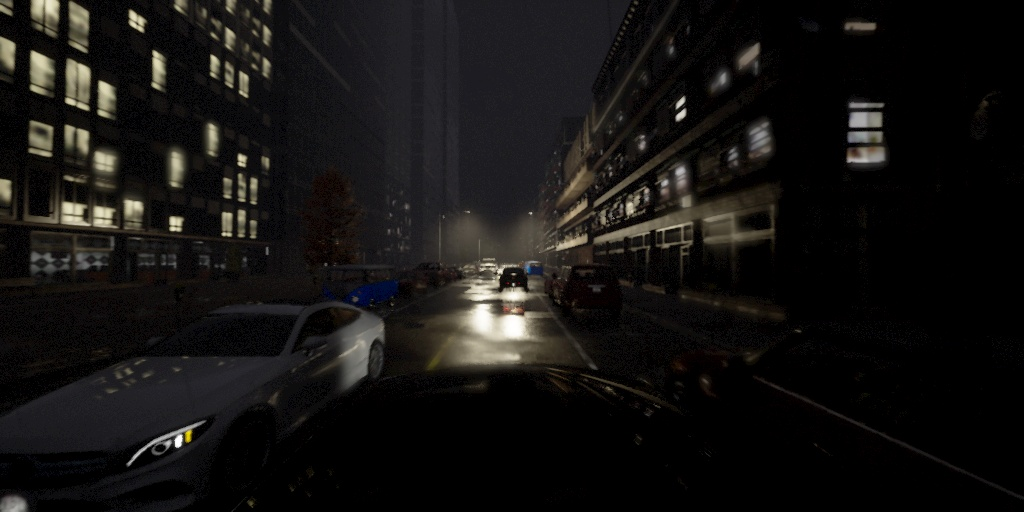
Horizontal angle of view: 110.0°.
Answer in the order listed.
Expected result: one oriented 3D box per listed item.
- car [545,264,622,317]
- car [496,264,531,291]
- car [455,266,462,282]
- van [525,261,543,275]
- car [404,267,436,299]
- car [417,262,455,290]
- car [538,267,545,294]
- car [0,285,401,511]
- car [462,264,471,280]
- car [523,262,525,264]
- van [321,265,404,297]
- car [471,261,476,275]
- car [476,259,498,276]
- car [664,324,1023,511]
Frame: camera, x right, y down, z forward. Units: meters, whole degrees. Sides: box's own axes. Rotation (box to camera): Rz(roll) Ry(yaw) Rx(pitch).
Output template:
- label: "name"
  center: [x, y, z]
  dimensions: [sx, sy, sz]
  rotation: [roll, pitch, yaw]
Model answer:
- label: "car"
  center: [2.691, 1.202, 13.808]
  dimensions: [2.192, 1.841, 5.009]
  rotation: [0, 0, 0]
- label: "car"
  center: [0.097, 1.504, 24.051]
  dimensions: [1.837, 1.490, 4.892]
  rotation: [0, -1, 0]
- label: "car"
  center: [-5.691, 1.651, 30.723]
  dimensions: [1.802, 1.307, 4.207]
  rotation: [0, 0, 0]
- label: "van"
  center: [2.689, 1.530, 42.041]
  dimensions: [1.690, 1.789, 3.998]
  rotation: [0, 0, 0]
- label: "car"
  center: [-5.690, 1.493, 19.432]
  dimensions: [1.888, 1.381, 4.507]
  rotation: [0, 0, 0]
- label: "car"
  center: [-5.690, 1.324, 25.078]
  dimensions: [2.192, 1.841, 5.009]
  rotation: [0, 0, 0]
- label: "car"
  center: [2.691, 1.494, 19.456]
  dimensions: [1.888, 1.381, 4.507]
  rotation: [0, 0, 0]
- label: "car"
  center: [-3.100, 1.308, 4.562]
  dimensions: [1.812, 1.442, 4.674]
  rotation: [0, -1, 0]
- label: "car"
  center: [-5.691, 1.694, 36.371]
  dimensions: [1.948, 1.339, 4.313]
  rotation: [0, 0, 0]
- label: "car"
  center: [2.689, 1.799, 47.688]
  dimensions: [2.007, 1.370, 4.403]
  rotation: [0, 0, 0]
- label: "van"
  center: [-5.689, 1.226, 13.785]
  dimensions: [1.690, 1.789, 3.998]
  rotation: [0, 0, 0]
- label: "car"
  center: [-5.692, 1.797, 47.662]
  dimensions: [2.007, 1.370, 4.403]
  rotation: [0, 0, 0]
- label: "car"
  center: [-3.002, 1.370, 46.587]
  dimensions: [2.150, 2.045, 5.566]
  rotation: [0, -1, 0]
- label: "car"
  center: [2.692, 1.199, 2.517]
  dimensions: [1.967, 1.591, 4.097]
  rotation: [0, 0, 0]
